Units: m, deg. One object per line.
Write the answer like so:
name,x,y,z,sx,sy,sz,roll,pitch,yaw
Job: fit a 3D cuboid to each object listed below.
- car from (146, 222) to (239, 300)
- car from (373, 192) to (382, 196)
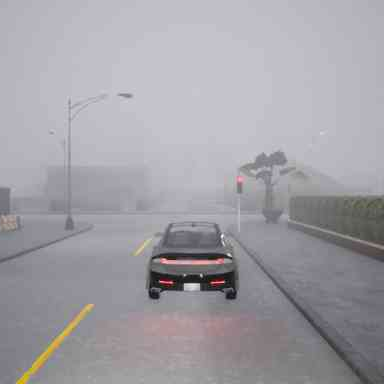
car,0.039,1.491,8.395,2.128,1.511,4.902,0,0,1
car,38.029,0.970,67.798,1.905,1.878,3.866,0,0,0
